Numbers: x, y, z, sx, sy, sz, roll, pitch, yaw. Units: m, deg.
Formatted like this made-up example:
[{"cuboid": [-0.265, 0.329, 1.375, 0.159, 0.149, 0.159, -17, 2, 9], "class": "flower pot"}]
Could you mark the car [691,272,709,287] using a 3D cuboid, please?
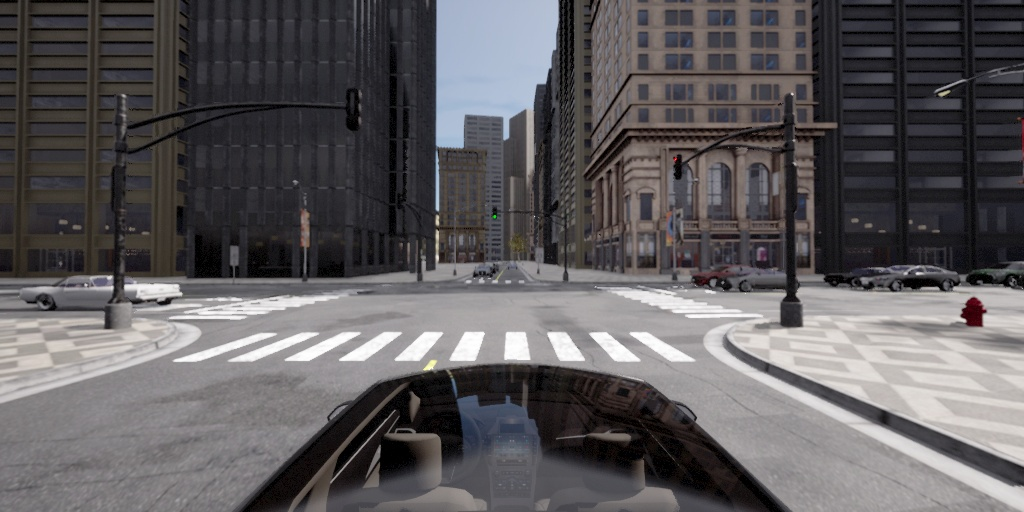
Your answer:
[{"cuboid": [14.899, 1.366, 24.497, 5.008, 1.535, 1.882, 0, -1, 0], "class": "car"}]

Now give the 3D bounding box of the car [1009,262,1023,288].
[{"cuboid": [33.344, 1.150, 21.257, 4.553, 1.767, 2.097, 0, -1, 0], "class": "car"}]

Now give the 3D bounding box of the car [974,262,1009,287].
[{"cuboid": [34.210, 1.193, 24.507, 4.553, 1.767, 2.097, 0, -1, 0], "class": "car"}]

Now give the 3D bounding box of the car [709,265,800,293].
[{"cuboid": [14.473, 1.408, 21.241, 4.181, 1.385, 1.994, 0, -1, 0], "class": "car"}]

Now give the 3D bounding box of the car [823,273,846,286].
[{"cuboid": [24.243, 1.466, 24.507, 4.718, 1.301, 1.895, 0, -1, 0], "class": "car"}]

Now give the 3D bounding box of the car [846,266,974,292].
[{"cuboid": [23.384, 1.313, 21.253, 4.902, 1.511, 2.128, 0, -1, 0], "class": "car"}]

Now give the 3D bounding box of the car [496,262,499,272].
[{"cuboid": [-3.072, 1.600, 47.730, 1.882, 1.535, 5.008, 0, -1, 0], "class": "car"}]

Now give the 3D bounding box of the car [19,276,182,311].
[{"cuboid": [-16.379, 1.451, 14.504, 4.718, 1.301, 1.895, 0, -1, 0], "class": "car"}]

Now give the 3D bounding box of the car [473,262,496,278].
[{"cuboid": [-3.065, 1.605, 38.678, 1.994, 1.385, 4.181, 0, -1, -1], "class": "car"}]
